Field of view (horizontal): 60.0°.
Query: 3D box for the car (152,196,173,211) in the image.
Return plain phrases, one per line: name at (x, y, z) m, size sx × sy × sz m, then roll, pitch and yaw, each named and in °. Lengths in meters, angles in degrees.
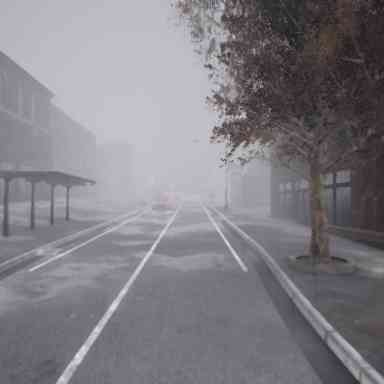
car at (-3.443, 1.256, 39.346) m, size 2.097 × 1.767 × 4.553 m, roll 0°, pitch 0°, yaw 0°
